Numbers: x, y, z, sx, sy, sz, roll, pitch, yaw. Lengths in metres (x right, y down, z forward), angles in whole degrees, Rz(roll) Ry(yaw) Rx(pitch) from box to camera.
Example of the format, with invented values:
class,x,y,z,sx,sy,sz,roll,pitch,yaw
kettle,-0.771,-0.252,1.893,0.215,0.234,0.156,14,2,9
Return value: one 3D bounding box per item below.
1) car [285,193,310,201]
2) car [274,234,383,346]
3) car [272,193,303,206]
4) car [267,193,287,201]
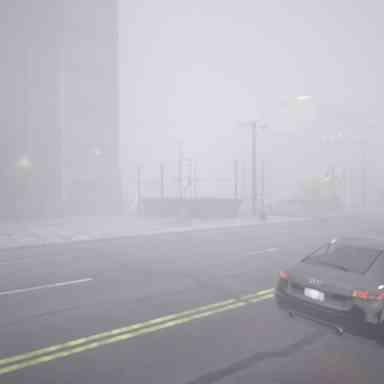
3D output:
class,x,y,z,sx,sy,sz,roll,pitch,yaw
car,20.261,0.978,63.786,4.674,1.452,2.002,-1,0,-36
car,3.497,1.511,6.242,4.181,1.385,1.994,-1,0,-36
car,13.351,0.950,44.724,4.553,1.767,2.185,-1,0,-36
car,17.355,1.010,67.787,3.806,1.475,1.970,-1,0,-36
